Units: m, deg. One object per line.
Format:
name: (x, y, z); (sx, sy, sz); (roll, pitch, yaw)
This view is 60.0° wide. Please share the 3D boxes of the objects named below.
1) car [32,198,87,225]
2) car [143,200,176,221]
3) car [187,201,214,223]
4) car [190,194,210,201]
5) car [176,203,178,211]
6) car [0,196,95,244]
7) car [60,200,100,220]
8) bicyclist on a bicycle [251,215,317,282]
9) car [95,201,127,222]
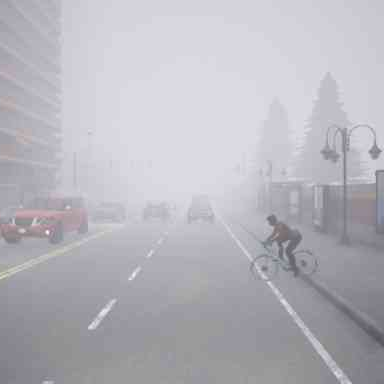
car: (-9.947, 1.391, 25.490); (2.128, 1.511, 4.902); (0, 4, 1)
car: (-2.806, 1.474, 27.261); (2.128, 1.511, 4.902); (0, 0, 1)
car: (0.644, 1.585, 25.410); (1.895, 1.301, 4.718); (0, 0, 1)
car: (0.973, 1.197, 39.365); (2.150, 2.045, 5.566); (0, 0, 1)
car: (-2.599, 1.577, 37.386); (1.895, 1.301, 4.718); (0, 0, 2)
car: (-6.760, 1.211, 16.127); (2.150, 2.045, 5.566); (0, 0, 1)
car: (-9.914, 1.568, 29.821); (1.994, 1.385, 4.181); (0, 2, 2)
bicyclist on a bicycle: (2.222, 1.379, 8.235); (1.656, 1.620, 0.582); (-7, 0, 1)
car: (-6.506, 1.488, 26.443); (1.837, 1.490, 4.892); (0, 0, 2)
